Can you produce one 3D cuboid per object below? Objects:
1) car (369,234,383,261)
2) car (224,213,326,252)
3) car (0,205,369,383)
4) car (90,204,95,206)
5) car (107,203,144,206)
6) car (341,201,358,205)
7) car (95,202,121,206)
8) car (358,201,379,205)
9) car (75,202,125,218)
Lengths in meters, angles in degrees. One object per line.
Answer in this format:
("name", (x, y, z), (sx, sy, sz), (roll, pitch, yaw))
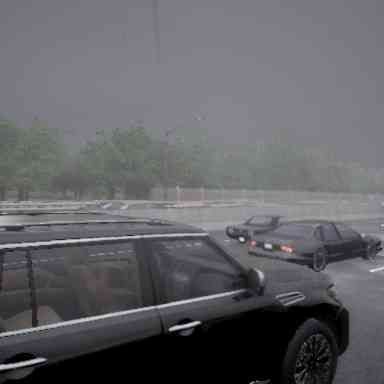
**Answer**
("car", (4.249, 1.633, 11.085), (5.357, 1.411, 2.033), (1, 0, -36))
("car", (3.883, 1.705, 15.126), (4.718, 1.301, 1.895), (1, 0, -36))
("car", (-0.747, 1.237, 3.334), (5.566, 2.045, 2.150), (1, 0, -36))
("car", (-6.927, 1.639, 29.155), (4.674, 1.442, 1.812), (0, 0, -36))
("car", (-2.895, 1.655, 23.433), (5.357, 1.411, 2.033), (1, 0, -36))
("car", (28.074, 2.298, 58.384), (4.892, 1.490, 1.837), (1, -1, -35))
("car", (-4.892, 1.636, 26.307), (4.674, 1.442, 1.812), (0, 0, -36))
("car", (30.223, 2.359, 55.628), (4.181, 1.385, 1.994), (2, -1, -35))
("car", (-8.845, 1.681, 32.085), (4.181, 1.385, 1.994), (1, 0, -36))
